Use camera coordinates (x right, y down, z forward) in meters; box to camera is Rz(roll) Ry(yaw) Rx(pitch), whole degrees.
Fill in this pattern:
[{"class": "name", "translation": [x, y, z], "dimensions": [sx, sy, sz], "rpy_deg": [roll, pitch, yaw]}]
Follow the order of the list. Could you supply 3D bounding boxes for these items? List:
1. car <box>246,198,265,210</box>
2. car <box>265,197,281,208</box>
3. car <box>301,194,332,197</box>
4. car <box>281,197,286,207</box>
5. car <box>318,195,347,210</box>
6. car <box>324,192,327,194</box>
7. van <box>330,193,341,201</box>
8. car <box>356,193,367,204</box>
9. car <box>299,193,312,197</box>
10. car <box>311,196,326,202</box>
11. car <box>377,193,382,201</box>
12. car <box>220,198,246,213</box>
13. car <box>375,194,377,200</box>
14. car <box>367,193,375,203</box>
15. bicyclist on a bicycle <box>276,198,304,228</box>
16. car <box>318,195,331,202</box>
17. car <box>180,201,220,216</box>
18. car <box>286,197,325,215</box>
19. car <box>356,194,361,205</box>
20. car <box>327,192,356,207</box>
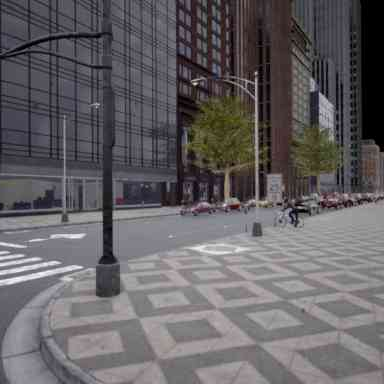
[{"class": "car", "translation": [6.974, 1.494, 40.930], "dimensions": [1.802, 1.307, 4.206], "rpy_deg": [0, 0, 35]}, {"class": "car", "translation": [10.075, 1.425, 45.434], "dimensions": [1.752, 1.417, 4.829], "rpy_deg": [0, 0, 35]}, {"class": "car", "translation": [16.620, 1.339, 44.442], "dimensions": [2.128, 1.511, 4.902], "rpy_deg": [-1, 0, 35]}, {"class": "car", "translation": [13.370, 1.455, 50.220], "dimensions": [1.947, 1.339, 4.313], "rpy_deg": [0, 0, 35]}, {"class": "car", "translation": [17.189, 1.376, 40.735], "dimensions": [1.887, 1.381, 4.507], "rpy_deg": [0, 0, 35]}, {"class": "car", "translation": [22.310, 1.051, 52.706], "dimensions": [2.150, 2.045, 5.566], "rpy_deg": [-1, 0, 35]}, {"class": "van", "translation": [35.755, 1.184, 82.735], "dimensions": [1.690, 1.788, 3.998], "rpy_deg": [-1, 0, 35]}, {"class": "car", "translation": [26.782, 1.117, 54.669], "dimensions": [2.192, 1.841, 5.009], "rpy_deg": [0, 0, 35]}, {"class": "car", "translation": [19.766, 1.414, 59.510], "dimensions": [1.887, 1.381, 4.507], "rpy_deg": [0, 0, 35]}, {"class": "car", "translation": [26.164, 1.417, 68.800], "dimensions": [1.947, 1.339, 4.313], "rpy_deg": [0, 0, 35]}, {"class": "car", "translation": [42.771, 1.357, 77.889], "dimensions": [1.802, 1.307, 4.206], "rpy_deg": [-1, 0, 35]}, {"class": "car", "translation": [3.774, 1.366, 36.285], "dimensions": [1.967, 1.590, 4.097], "rpy_deg": [0, 0, 35]}, {"class": "car", "translation": [36.473, 1.301, 68.741], "dimensions": [1.752, 1.417, 4.829], "rpy_deg": [-1, 0, 35]}, {"class": "car", "translation": [33.178, 1.098, 63.958], "dimensions": [2.192, 1.841, 5.009], "rpy_deg": [0, 0, 35]}, {"class": "bicyclist on a bicycle", "translation": [5.360, 1.177, 18.332], "dimensions": [1.656, 1.620, 0.582], "rpy_deg": [-1, 0, 35]}, {"class": "car", "translation": [29.361, 1.426, 73.444], "dimensions": [1.802, 1.307, 4.206], "rpy_deg": [0, 0, 35]}, {"class": "car", "translation": [0.577, 1.524, 31.640], "dimensions": [1.802, 1.307, 4.206], "rpy_deg": [0, 0, 35]}, {"class": "car", "translation": [10.794, 1.424, 31.446], "dimensions": [1.947, 1.339, 4.313], "rpy_deg": [0, 0, 35]}, {"class": "car", "translation": [23.585, 1.377, 50.023], "dimensions": [1.947, 1.339, 4.313], "rpy_deg": [0, 0, 35]}, {"class": "car", "translation": [20.386, 1.136, 45.380], "dimensions": [2.192, 1.841, 5.009], "rpy_deg": [0, 0, 35]}]
